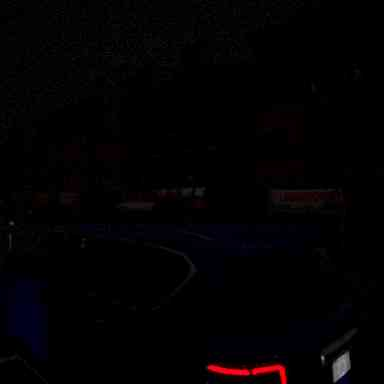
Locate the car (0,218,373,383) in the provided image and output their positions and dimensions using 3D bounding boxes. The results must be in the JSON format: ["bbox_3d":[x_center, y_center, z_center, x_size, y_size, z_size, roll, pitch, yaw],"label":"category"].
[{"bbox_3d":[-0.834,1.349,4.257,2.150,2.045,5.566,2,-2,-45],"label":"car"}]
